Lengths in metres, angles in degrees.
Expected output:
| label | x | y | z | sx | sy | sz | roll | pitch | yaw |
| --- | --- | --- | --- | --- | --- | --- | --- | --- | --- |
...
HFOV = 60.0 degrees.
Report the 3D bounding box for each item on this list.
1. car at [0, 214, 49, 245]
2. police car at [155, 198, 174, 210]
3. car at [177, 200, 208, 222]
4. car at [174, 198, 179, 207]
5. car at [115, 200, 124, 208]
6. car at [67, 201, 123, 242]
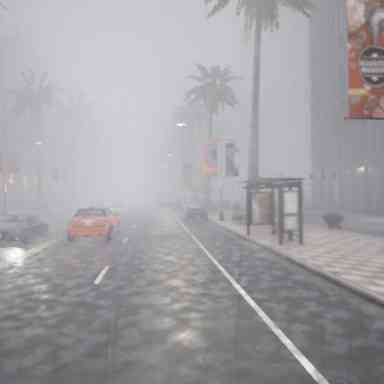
| label | x | y | z | sx | sy | sz | roll | pitch | yaw |
| --- | --- | --- | --- | --- | --- | --- | --- | --- | --- |
| car | -8.720 | 1.788 | 16.660 | 1.994 | 1.385 | 4.181 | 0 | 0 | -6 |
| police car | -4.754 | 1.844 | 56.352 | 1.930 | 1.638 | 5.238 | -9 | 3 | -6 |
| car | 0.193 | 1.724 | 28.991 | 2.231 | 1.521 | 4.892 | 0 | 0 | -6 |
| car | -4.993 | 2.235 | 80.031 | 2.161 | 1.482 | 4.786 | 0 | 0 | -6 |
| car | -13.262 | 2.174 | 59.494 | 2.033 | 1.411 | 5.357 | 0 | 0 | -5 |
| car | -5.167 | 1.553 | 18.011 | 2.097 | 1.767 | 4.553 | 0 | 0 | -6 |
